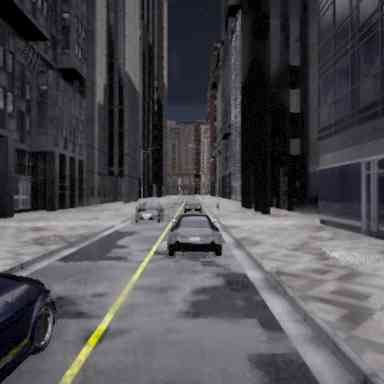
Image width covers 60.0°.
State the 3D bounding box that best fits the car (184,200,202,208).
[{"bbox_3d":[0.105,1.567,36.136,1.895,1.301,4.718,0,0,0],"label":"car"}]

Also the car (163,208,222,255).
[{"bbox_3d":[0.102,1.571,13.344,1.994,1.385,4.181,0,0,0],"label":"car"}]

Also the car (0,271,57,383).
[{"bbox_3d":[-3.055,1.567,3.349,1.994,1.385,4.181,0,0,1],"label":"car"}]

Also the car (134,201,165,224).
[{"bbox_3d":[-3.093,1.483,25.055,2.128,1.511,4.902,0,0,0],"label":"car"}]
